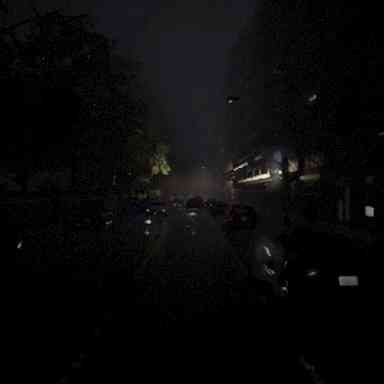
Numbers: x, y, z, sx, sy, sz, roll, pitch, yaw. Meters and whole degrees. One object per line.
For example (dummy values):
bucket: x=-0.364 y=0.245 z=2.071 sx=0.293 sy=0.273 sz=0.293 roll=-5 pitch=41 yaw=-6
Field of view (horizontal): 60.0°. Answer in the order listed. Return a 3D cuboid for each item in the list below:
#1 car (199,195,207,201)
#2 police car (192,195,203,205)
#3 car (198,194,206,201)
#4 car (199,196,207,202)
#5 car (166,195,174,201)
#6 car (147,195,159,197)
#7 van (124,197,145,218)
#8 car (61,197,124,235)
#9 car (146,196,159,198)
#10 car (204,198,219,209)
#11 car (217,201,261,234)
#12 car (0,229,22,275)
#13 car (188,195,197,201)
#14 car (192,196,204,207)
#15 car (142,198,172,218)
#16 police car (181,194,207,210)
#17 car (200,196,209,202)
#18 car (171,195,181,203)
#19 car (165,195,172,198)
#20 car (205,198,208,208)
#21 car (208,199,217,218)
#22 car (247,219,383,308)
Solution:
car: x=2.725 y=1.533 z=86.628 sx=1.967 sy=1.590 sz=4.097 roll=0 pitch=0 yaw=0
police car: x=0.925 y=1.470 z=60.089 sx=1.930 sy=1.638 sz=5.238 roll=0 pitch=0 yaw=0
car: x=2.727 y=1.419 z=92.259 sx=2.192 sy=1.841 sz=5.009 roll=0 pitch=0 yaw=0
car: x=2.723 y=1.626 z=80.999 sx=1.887 sy=1.381 sz=4.507 roll=0 pitch=0 yaw=0
car: x=-5.656 y=1.533 z=86.631 sx=1.967 sy=1.590 sz=4.097 roll=0 pitch=0 yaw=0
car: x=-5.671 y=1.343 z=47.222 sx=2.192 sy=1.841 sz=5.009 roll=0 pitch=0 yaw=0
van: x=-5.677 y=1.352 z=30.328 sx=1.690 sy=1.788 sz=3.998 roll=0 pitch=0 yaw=0
car: x=-5.682 y=1.319 z=19.068 sx=2.192 sy=1.841 sz=5.009 roll=0 pitch=0 yaw=0
car: x=-5.673 y=1.567 z=41.589 sx=1.887 sy=1.381 sz=4.507 roll=0 pitch=0 yaw=0
car: x=2.709 y=1.594 z=47.218 sx=1.947 sy=1.339 sz=4.313 roll=0 pitch=0 yaw=0
car: x=2.698 y=1.444 z=19.065 sx=1.967 sy=1.590 sz=4.097 roll=0 pitch=0 yaw=0
car: x=-5.687 y=1.566 z=7.808 sx=1.947 sy=1.339 sz=4.313 roll=0 pitch=0 yaw=0
car: x=0.033 y=1.430 z=78.492 sx=2.033 sy=1.411 sz=5.357 roll=0 pitch=0 yaw=0
car: x=0.923 y=1.514 z=53.979 sx=1.882 sy=1.535 sz=5.008 roll=0 pitch=0 yaw=0
car: x=-3.085 y=1.537 z=30.332 sx=1.812 sy=1.442 sz=4.674 roll=0 pitch=0 yaw=0
police car: x=0.462 y=1.451 z=44.277 sx=1.930 sy=1.638 sz=5.238 roll=0 pitch=0 yaw=12
car: x=2.721 y=1.615 z=75.368 sx=1.887 sy=1.381 sz=4.507 roll=0 pitch=0 yaw=0
car: x=-2.969 y=1.656 z=73.360 sx=1.895 sy=1.301 sz=4.718 roll=0 pitch=0 yaw=0
car: x=-5.658 y=1.521 z=81.002 sx=1.967 sy=1.590 sz=4.097 roll=0 pitch=0 yaw=0
car: x=2.705 y=1.599 z=35.956 sx=1.802 sy=1.307 sz=4.206 roll=0 pitch=0 yaw=0
car: x=2.703 y=1.537 z=30.496 sx=1.752 sy=1.417 sz=4.829 roll=0 pitch=0 yaw=0
car: x=2.694 y=1.566 z=7.805 sx=1.947 sy=1.339 sz=4.313 roll=0 pitch=0 yaw=0
